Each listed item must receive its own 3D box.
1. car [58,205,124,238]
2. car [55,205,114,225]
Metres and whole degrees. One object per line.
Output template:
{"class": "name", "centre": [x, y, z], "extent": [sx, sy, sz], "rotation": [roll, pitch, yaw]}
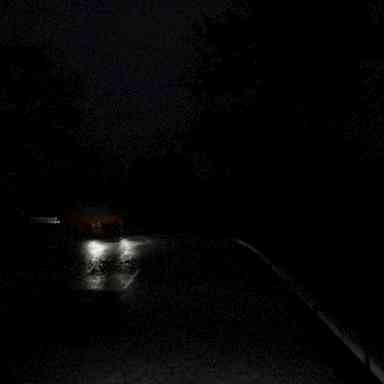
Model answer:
{"class": "car", "centre": [-5.577, 1.573, 18.658], "extent": [1.882, 1.535, 5.008], "rotation": [2, -1, -39]}
{"class": "car", "centre": [-8.338, 1.717, 25.681], "extent": [4.181, 1.385, 1.994], "rotation": [0, -1, 29]}
